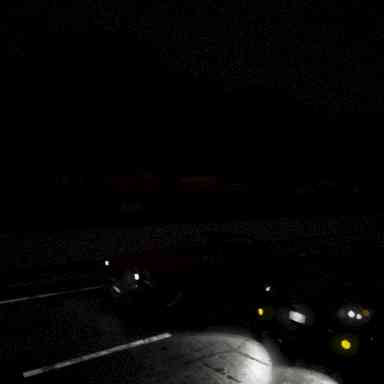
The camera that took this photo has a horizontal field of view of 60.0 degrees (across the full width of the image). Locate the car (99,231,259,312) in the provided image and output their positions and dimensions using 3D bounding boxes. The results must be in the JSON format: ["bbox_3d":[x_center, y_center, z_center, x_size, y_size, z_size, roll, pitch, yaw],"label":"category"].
[{"bbox_3d":[0.320,1.649,7.902,4.718,1.301,1.895,1,0,-35],"label":"car"}]

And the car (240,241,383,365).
[{"bbox_3d":[3.127,1.624,5.914,4.181,1.385,1.994,1,0,-35],"label":"car"}]
